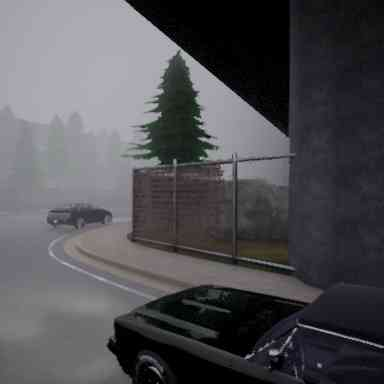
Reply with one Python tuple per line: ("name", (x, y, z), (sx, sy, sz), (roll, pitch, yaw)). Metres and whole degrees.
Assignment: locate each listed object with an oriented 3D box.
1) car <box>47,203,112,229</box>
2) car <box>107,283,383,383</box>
("car", (-6.973, 1.451, 21.198), (2.128, 1.511, 4.902), (0, 0, 18))
("car", (1.357, 1.603, 3.090), (4.718, 1.301, 1.895), (0, 0, 37))
